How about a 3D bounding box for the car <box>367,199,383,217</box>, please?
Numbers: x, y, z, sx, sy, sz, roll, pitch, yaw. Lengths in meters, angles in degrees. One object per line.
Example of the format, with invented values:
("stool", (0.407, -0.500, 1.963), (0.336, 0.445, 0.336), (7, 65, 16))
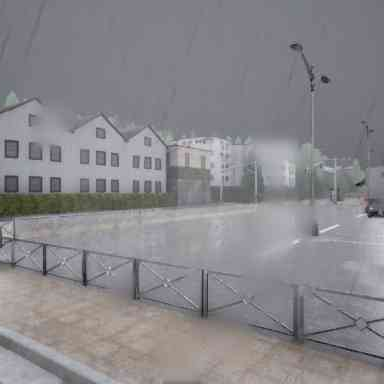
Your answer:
("car", (15.439, 1.298, 26.800), (2.007, 1.523, 4.514), (0, 0, 35))
